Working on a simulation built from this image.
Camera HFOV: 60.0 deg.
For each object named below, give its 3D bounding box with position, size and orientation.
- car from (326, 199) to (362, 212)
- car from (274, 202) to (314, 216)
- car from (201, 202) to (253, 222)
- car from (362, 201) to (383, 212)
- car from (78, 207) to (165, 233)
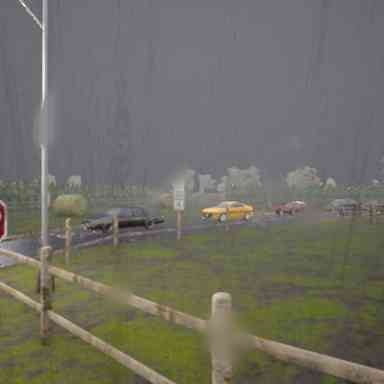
[{"bbox_3d":[18.195,1.586,40.344,4.892,1.490,1.837,0,0,-38],"label":"car"},{"bbox_3d":[10.413,1.688,34.007,4.718,1.301,1.895,0,0,-40],"label":"car"},{"bbox_3d":[2.935,1.567,27.433,5.008,1.535,1.882,0,0,-42],"label":"car"},{"bbox_3d":[22.056,1.682,39.729,4.718,1.301,1.895,0,0,-37],"label":"car"},{"bbox_3d":[-4.215,1.636,20.681,5.357,1.411,2.033,0,0,-44],"label":"car"}]
